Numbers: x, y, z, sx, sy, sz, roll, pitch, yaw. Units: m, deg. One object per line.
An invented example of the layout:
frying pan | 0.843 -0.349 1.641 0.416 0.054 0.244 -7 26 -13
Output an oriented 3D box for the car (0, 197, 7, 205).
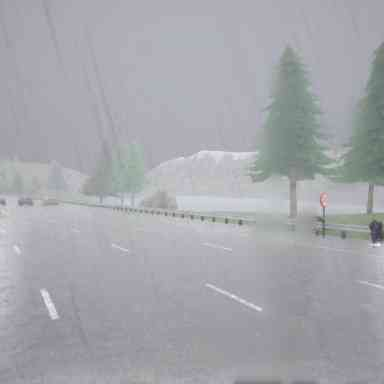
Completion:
car | -32.451 1.526 56.119 1.812 1.442 4.674 0 0 -32

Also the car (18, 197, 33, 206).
car | -27.542 1.491 54.965 2.128 1.511 4.902 0 0 -33

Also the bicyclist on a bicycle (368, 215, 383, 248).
bicyclist on a bicycle | 7.705 1.734 13.875 0.582 1.656 1.620 0 1 39

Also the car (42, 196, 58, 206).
car | -23.640 1.478 55.371 1.882 1.535 5.008 0 0 -33
